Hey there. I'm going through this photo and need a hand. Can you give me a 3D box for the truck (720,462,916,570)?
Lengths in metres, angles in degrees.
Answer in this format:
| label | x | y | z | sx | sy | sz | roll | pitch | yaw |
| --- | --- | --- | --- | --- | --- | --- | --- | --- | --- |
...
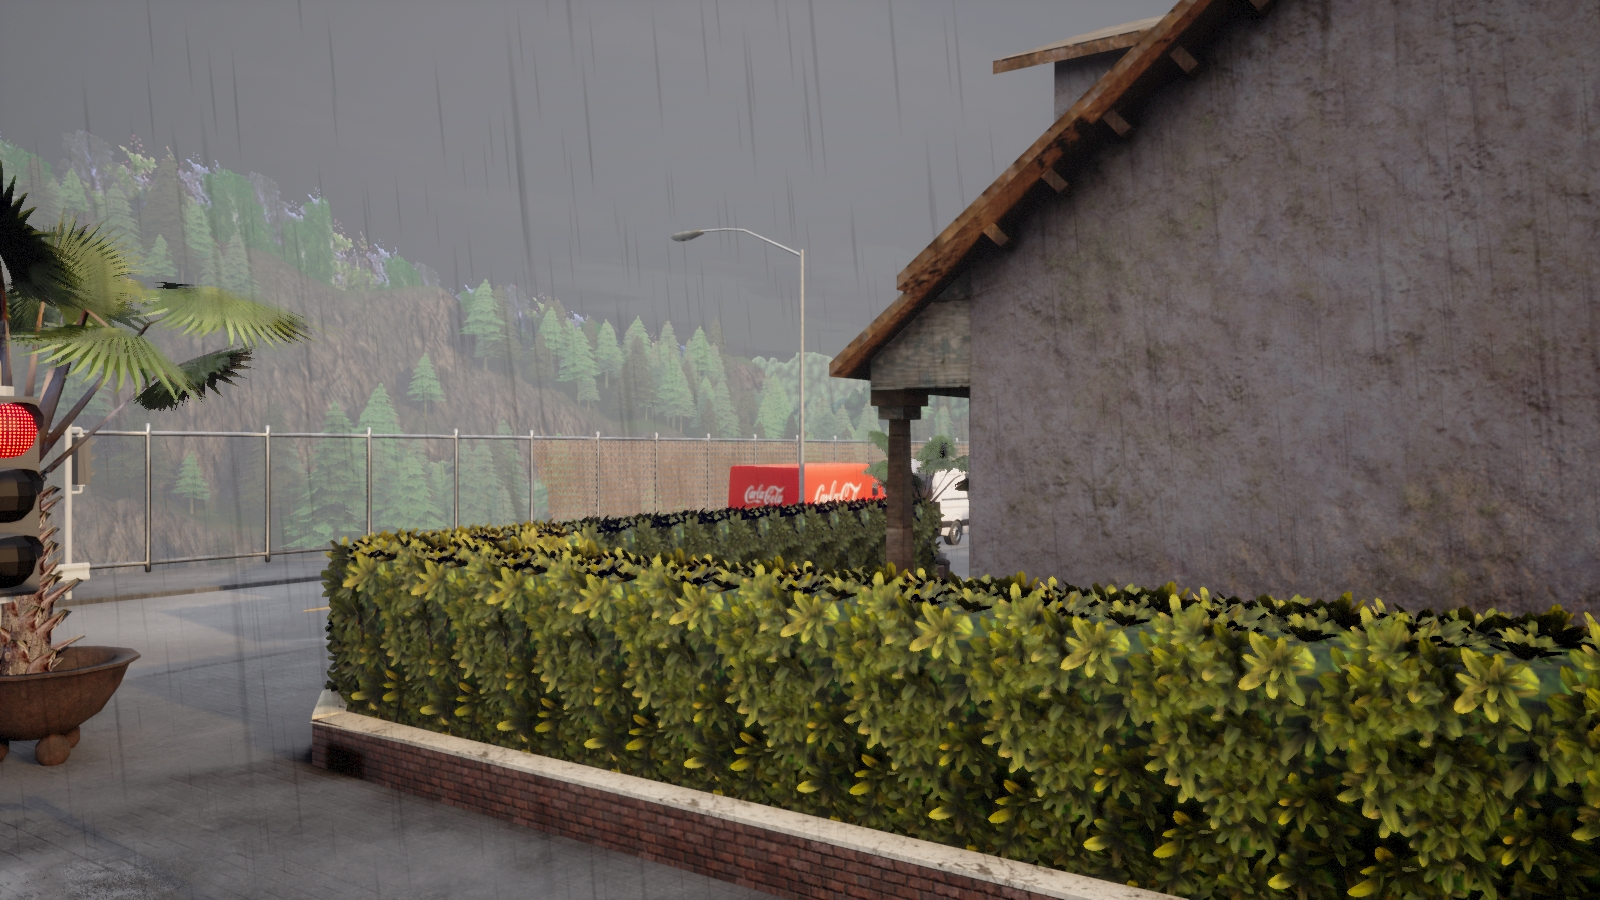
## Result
| label | x | y | z | sx | sy | sz | roll | pitch | yaw |
| --- | --- | --- | --- | --- | --- | --- | --- | --- | --- |
| truck | 0.584 | 1.568 | 29.600 | 2.627 | 2.467 | 5.204 | 0 | 0 | 35 |
